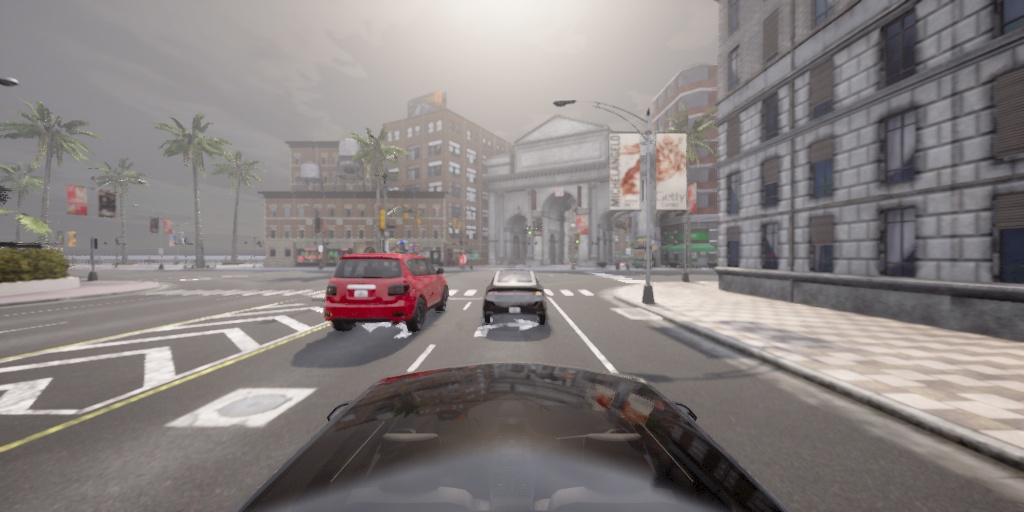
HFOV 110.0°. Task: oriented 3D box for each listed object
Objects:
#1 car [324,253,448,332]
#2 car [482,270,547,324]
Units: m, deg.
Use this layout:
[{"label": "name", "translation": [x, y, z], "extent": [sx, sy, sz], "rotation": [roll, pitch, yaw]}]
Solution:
[{"label": "car", "translation": [-3.425, 0.948, 10.850], "extent": [2.150, 2.045, 5.566], "rotation": [0, 0, 0]}, {"label": "car", "translation": [0.100, 1.215, 11.883], "extent": [2.128, 1.511, 4.902], "rotation": [0, 0, 1]}]
